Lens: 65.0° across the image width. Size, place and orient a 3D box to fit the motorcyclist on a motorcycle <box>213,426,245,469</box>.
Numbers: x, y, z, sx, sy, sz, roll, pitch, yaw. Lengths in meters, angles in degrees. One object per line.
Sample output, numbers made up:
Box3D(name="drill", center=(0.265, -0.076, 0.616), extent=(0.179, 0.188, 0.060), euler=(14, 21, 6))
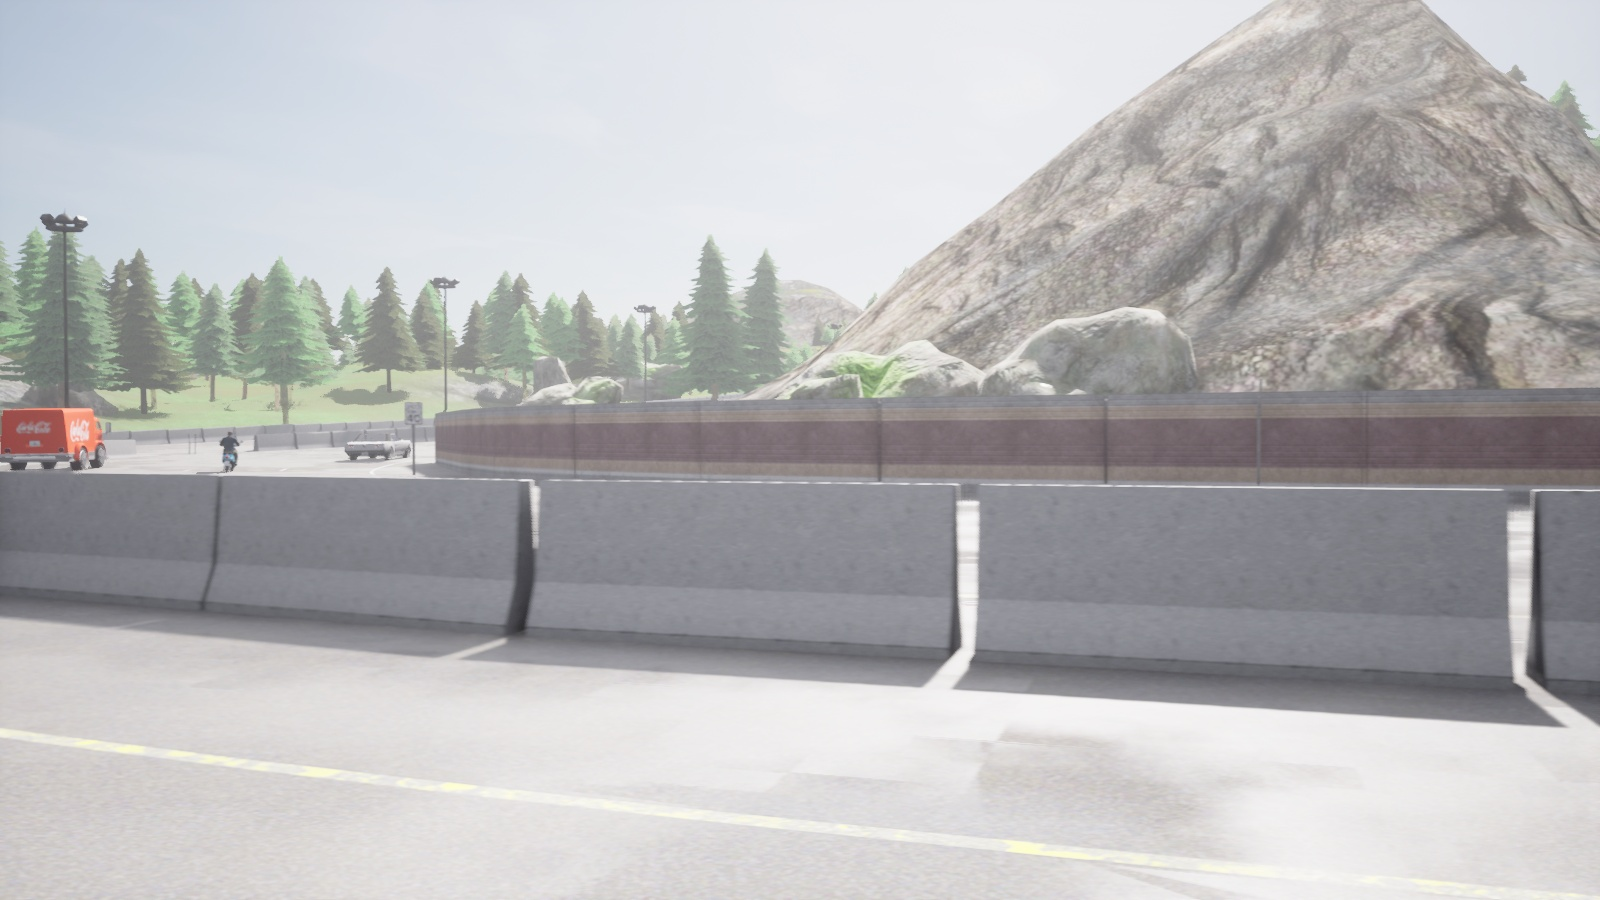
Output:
Box3D(name="motorcyclist on a motorcycle", center=(-21.807, -0.105, 47.980), extent=(0.866, 1.590, 1.817), euler=(1, 2, -17))

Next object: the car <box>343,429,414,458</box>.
Box3D(name="car", center=(-19.993, -0.341, 59.776), extent=(1.895, 1.301, 4.718), euler=(0, 2, -1))

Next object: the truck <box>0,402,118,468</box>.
Box3D(name="truck", center=(-29.591, -0.651, 50.235), extent=(2.627, 2.467, 5.204), euler=(-1, 2, -12))
